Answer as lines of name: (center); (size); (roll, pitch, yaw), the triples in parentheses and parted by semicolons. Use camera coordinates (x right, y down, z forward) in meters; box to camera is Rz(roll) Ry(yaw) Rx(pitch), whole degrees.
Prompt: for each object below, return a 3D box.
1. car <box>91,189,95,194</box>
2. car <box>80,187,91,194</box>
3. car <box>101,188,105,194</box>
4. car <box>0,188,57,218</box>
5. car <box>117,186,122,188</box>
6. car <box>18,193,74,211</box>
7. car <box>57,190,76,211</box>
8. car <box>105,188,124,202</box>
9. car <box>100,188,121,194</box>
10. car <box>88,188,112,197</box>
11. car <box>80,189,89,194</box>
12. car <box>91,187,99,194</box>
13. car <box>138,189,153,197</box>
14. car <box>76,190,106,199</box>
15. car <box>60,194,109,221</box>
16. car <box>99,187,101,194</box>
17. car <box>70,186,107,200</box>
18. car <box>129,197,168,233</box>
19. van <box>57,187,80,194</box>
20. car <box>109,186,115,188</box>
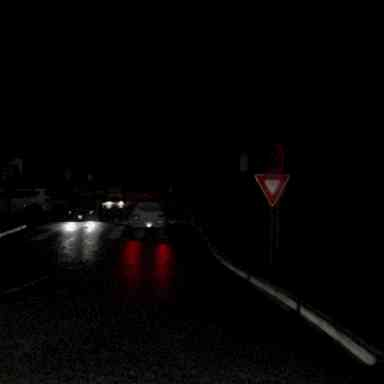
car: (-15.610, 0.669, 43.595); (4.674, 1.452, 2.002); (-1, 1, -28)
car: (-15.213, 0.563, 40.610); (4.553, 1.767, 2.185); (-1, 1, -28)
car: (-16.868, 0.485, 52.529); (4.792, 1.488, 2.163); (-1, 1, -28)
car: (-12.587, 0.794, 22.763); (5.566, 2.045, 2.435); (-1, 2, -28)
car: (-22.048, -0.160, 88.153); (4.892, 1.521, 2.231); (-1, 1, -28)
car: (-13.887, 0.906, 31.707); (4.674, 1.452, 2.002); (-2, 1, -28)
car: (-13.282, 0.918, 28.823); (5.366, 1.575, 1.946); (-1, 1, -28)
car: (-10.741, 0.550, 47.186); (1.882, 1.535, 5.008); (0, 1, -8)
car: (-22.316, -0.216, 91.211); (5.366, 1.575, 1.946); (-1, 1, -28)
car: (-19.479, 0.009, 70.324); (4.553, 1.767, 2.185); (-1, 1, -28)
car: (-14.741, 0.747, 37.647); (5.008, 1.535, 2.097); (-2, 2, -28)
car: (-16.007, 0.445, 46.573); (4.553, 1.767, 2.185); (-1, 2, -28)
car: (-6.828, 0.387, 49.036); (2.097, 1.767, 4.553); (0, 1, -8)
car: (-17.716, 0.374, 58.469); (4.792, 1.488, 2.163); (-1, 1, -28)
car: (-7.271, 1.100, 23.075); (2.033, 1.411, 5.357); (0, 1, -9)
car: (-16.434, 0.387, 49.544); (4.553, 1.767, 2.185); (-1, 2, -28)
car: (-17.296, 0.148, 55.492); (5.566, 2.045, 2.435); (-1, 1, -28)
car: (-2.220, 1.197, 17.125); (1.812, 1.442, 4.674); (0, 1, -7)
van: (-14.420, 0.584, 34.612); (4.442, 1.987, 1.878); (-1, 2, -28)
car: (-18.587, -0.014, 64.415); (5.566, 2.045, 2.435); (-2, 1, -28)
